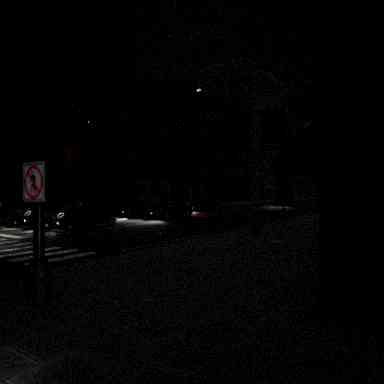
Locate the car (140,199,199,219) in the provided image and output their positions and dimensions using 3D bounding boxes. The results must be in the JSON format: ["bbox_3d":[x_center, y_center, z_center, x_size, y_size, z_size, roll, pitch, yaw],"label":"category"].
[{"bbox_3d":[-1.793,1.413,27.904,1.837,1.490,4.892,0,0,35],"label":"car"}]

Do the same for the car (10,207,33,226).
[{"bbox_3d":[-9.653,1.304,22.428,2.097,1.767,4.553,0,0,35],"label":"car"}]

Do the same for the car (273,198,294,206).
[{"bbox_3d":[13.760,1.362,49.708,1.812,1.442,4.674,0,0,35],"label":"car"}]

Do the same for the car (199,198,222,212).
[{"bbox_3d":[1.383,1.419,38.017,2.033,1.411,5.357,0,0,36],"label":"car"}]

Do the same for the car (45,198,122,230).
[{"bbox_3d":[-6.929,1.298,20.648,2.097,1.767,4.553,0,0,35],"label":"car"}]

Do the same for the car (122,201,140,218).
[{"bbox_3d":[-4.663,1.480,29.487,1.994,1.385,4.181,0,0,35],"label":"car"}]
